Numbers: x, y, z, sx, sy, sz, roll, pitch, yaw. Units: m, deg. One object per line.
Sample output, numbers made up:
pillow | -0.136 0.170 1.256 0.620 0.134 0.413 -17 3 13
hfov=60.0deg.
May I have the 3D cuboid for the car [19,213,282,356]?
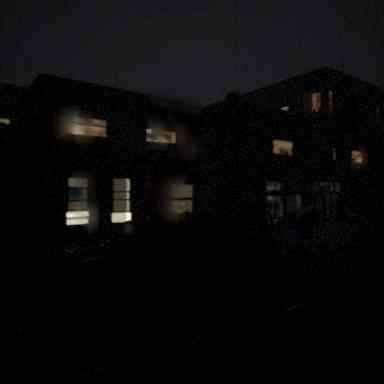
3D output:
car | -0.407 1.366 6.314 5.009 1.841 2.192 1 -1 -37
